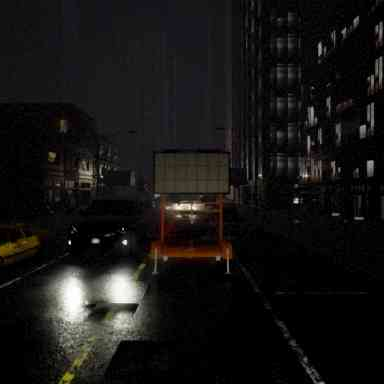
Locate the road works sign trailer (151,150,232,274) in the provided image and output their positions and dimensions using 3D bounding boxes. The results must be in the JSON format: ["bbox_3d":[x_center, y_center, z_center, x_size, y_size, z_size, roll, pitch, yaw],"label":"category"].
[{"bbox_3d":[-0.007,0.465,10.545,2.380,3.560,2.880,0,0,0],"label":"road works sign trailer"}]

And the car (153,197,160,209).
[{"bbox_3d":[-5.723,1.562,43.092,2.008,1.369,4.403,0,0,0],"label":"car"}]

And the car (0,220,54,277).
[{"bbox_3d":[-5.699,1.526,9.776,1.752,1.417,4.829,0,0,0],"label":"car"}]

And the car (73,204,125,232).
[{"bbox_3d":[-5.707,1.553,20.996,2.008,1.369,4.403,0,0,0],"label":"car"}]

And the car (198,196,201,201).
[{"bbox_3d":[2.642,1.555,65.367,1.752,1.417,4.829,0,0,0],"label":"car"}]

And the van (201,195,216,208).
[{"bbox_3d":[2.652,1.357,48.625,1.690,1.788,3.998,0,0,0],"label":"van"}]

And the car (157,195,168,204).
[{"bbox_3d":[-5.739,1.470,65.188,1.967,1.590,4.097,0,0,0],"label":"car"}]

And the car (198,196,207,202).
[{"bbox_3d":[2.630,1.596,81.771,2.008,1.369,4.403,0,0,0],"label":"car"}]

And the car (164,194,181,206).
[{"bbox_3d":[-3.038,1.241,54.390,2.150,2.045,5.566,0,0,0],"label":"car"}]

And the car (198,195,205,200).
[{"bbox_3d":[2.622,1.582,92.988,1.752,1.417,4.829,0,0,0],"label":"car"}]

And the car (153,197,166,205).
[{"bbox_3d":[-5.734,1.591,59.664,1.947,1.339,4.313,0,0,0],"label":"car"}]

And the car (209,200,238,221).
[{"bbox_3d":[2.669,1.555,26.528,2.008,1.369,4.403,0,0,0],"label":"car"}]

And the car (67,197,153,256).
[{"bbox_3d":[-3.110,1.222,13.484,2.150,2.045,5.566,0,0,0],"label":"car"}]

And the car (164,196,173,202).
[{"bbox_3d":[-5.750,1.627,81.761,1.802,1.307,4.206,0,0,0],"label":"car"}]
